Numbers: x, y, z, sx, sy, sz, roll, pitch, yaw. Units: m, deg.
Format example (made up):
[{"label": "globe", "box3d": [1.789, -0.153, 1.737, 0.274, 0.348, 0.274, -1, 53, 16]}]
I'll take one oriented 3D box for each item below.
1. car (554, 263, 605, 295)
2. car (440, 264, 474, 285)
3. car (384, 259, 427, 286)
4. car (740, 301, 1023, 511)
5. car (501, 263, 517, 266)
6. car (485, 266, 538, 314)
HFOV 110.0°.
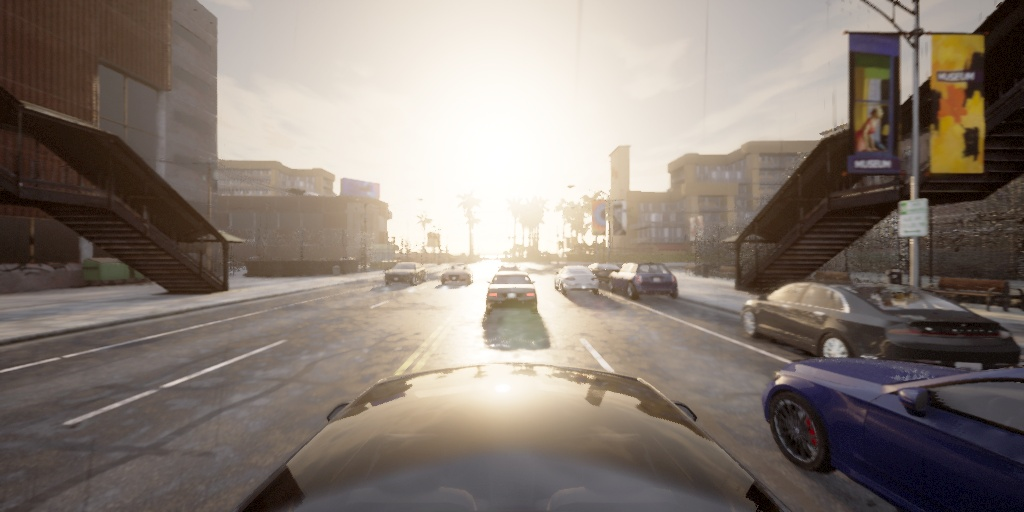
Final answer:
[{"label": "car", "box3d": [3.410, 1.243, 19.408, 1.812, 1.442, 4.674, 0, 0, 0]}, {"label": "car", "box3d": [-3.834, 1.270, 25.729, 1.994, 1.385, 4.181, 0, 0, 0]}, {"label": "car", "box3d": [-7.329, 1.184, 25.138, 1.882, 1.535, 5.008, 0, 0, 0]}, {"label": "car", "box3d": [3.577, 1.276, 1.847, 1.812, 1.442, 4.674, 0, 0, 0]}, {"label": "car", "box3d": [-0.224, 1.264, 28.901, 1.994, 1.385, 4.181, 0, 0, -1]}, {"label": "car", "box3d": [-0.038, 1.275, 13.695, 2.033, 1.411, 5.357, 0, 0, -1]}]
